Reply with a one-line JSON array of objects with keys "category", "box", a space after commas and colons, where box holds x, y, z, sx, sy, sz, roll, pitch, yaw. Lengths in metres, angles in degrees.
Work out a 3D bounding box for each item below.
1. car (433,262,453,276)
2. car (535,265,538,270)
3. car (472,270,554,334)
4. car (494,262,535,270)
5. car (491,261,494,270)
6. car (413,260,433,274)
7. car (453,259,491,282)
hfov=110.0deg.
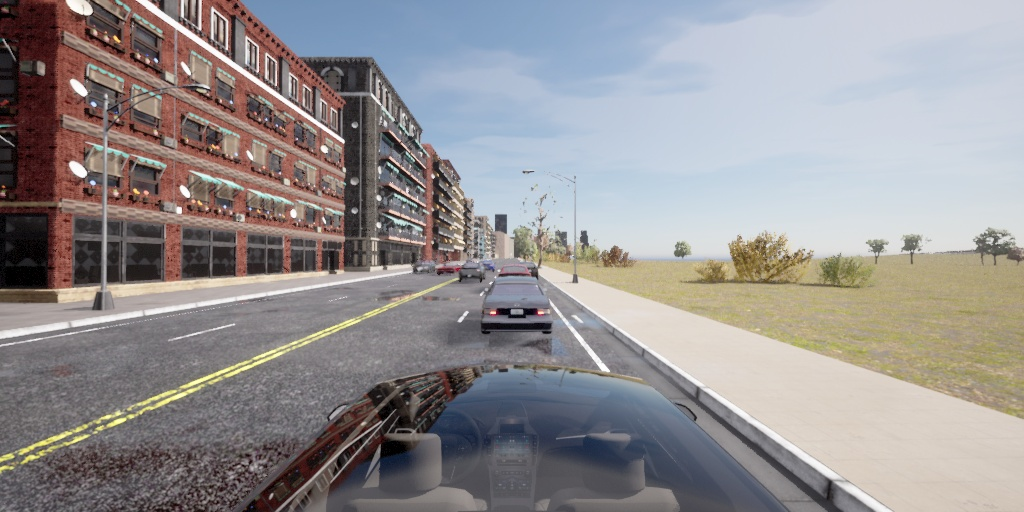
[{"category": "car", "box": [-6.518, 1.346, 37.231, 1.895, 1.301, 4.718, 0, 0, 0]}, {"category": "car", "box": [1.204, 1.225, 30.534, 1.882, 1.535, 5.008, 0, 0, 0]}, {"category": "car", "box": [0.119, 1.297, 10.557, 2.033, 1.411, 5.357, 0, 0, 0]}, {"category": "car", "box": [0.147, 1.226, 21.097, 1.882, 1.535, 5.008, 0, 0, 0]}, {"category": "car", "box": [-3.050, 1.269, 45.434, 1.812, 1.442, 4.674, 0, 0, 0]}, {"category": "car", "box": [-9.761, 1.236, 40.349, 2.128, 1.511, 4.902, 0, 0, 0]}, {"category": "car", "box": [-3.088, 1.240, 28.740, 2.128, 1.511, 4.902, 0, 0, 0]}]
